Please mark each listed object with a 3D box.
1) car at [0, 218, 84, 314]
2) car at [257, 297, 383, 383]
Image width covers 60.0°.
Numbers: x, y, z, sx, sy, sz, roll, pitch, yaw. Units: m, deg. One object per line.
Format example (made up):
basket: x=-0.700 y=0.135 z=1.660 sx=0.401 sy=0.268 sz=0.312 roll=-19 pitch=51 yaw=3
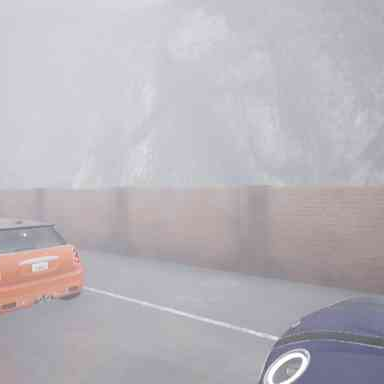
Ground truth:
car: x=-4.433 y=1.352 z=7.159 sx=4.553 sy=1.767 sz=2.097 roll=0 pitch=0 yaw=36
car: x=2.703 y=1.352 z=2.102 sx=4.553 sy=1.767 sz=2.097 roll=0 pitch=0 yaw=35
